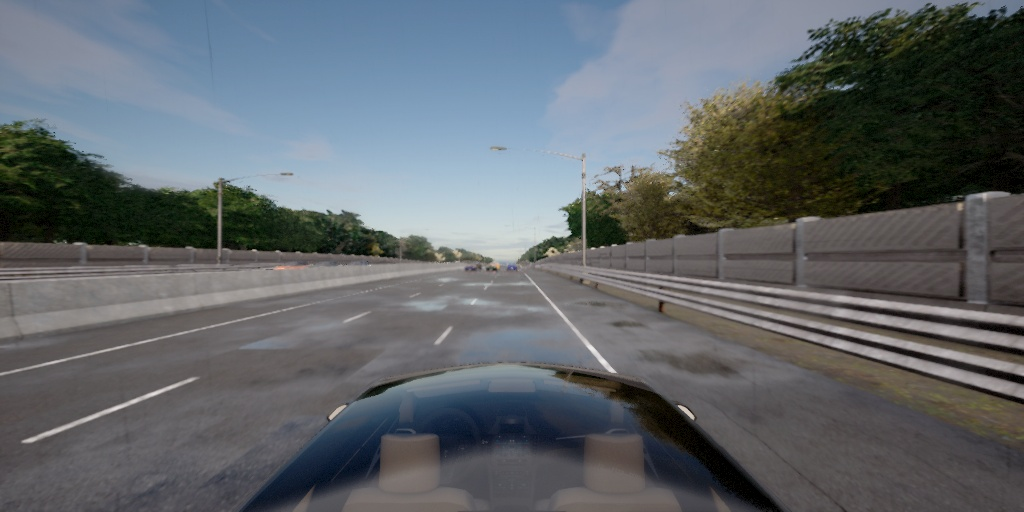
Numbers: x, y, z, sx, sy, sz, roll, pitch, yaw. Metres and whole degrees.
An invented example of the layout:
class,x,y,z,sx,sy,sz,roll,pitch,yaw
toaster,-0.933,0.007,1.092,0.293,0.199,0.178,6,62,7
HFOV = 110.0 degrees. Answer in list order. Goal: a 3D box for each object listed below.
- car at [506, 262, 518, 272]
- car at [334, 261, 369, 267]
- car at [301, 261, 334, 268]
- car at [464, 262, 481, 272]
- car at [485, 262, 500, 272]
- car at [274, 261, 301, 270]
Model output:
class,x,y,z,sx,sy,sz,roll,pitch,yaw
car,0.007,1.940,61.814,1.812,1.442,4.674,0,-1,0
car,-17.563,1.407,40.384,2.097,1.767,4.553,0,-1,0
car,-21.062,1.406,40.342,2.097,1.767,4.553,0,-1,0
car,-6.993,2.016,61.844,1.895,1.301,4.718,0,-1,0
car,-3.493,2.016,61.843,1.895,1.301,4.718,0,-1,0
car,-24.558,1.406,40.288,2.097,1.767,4.553,0,-1,0
